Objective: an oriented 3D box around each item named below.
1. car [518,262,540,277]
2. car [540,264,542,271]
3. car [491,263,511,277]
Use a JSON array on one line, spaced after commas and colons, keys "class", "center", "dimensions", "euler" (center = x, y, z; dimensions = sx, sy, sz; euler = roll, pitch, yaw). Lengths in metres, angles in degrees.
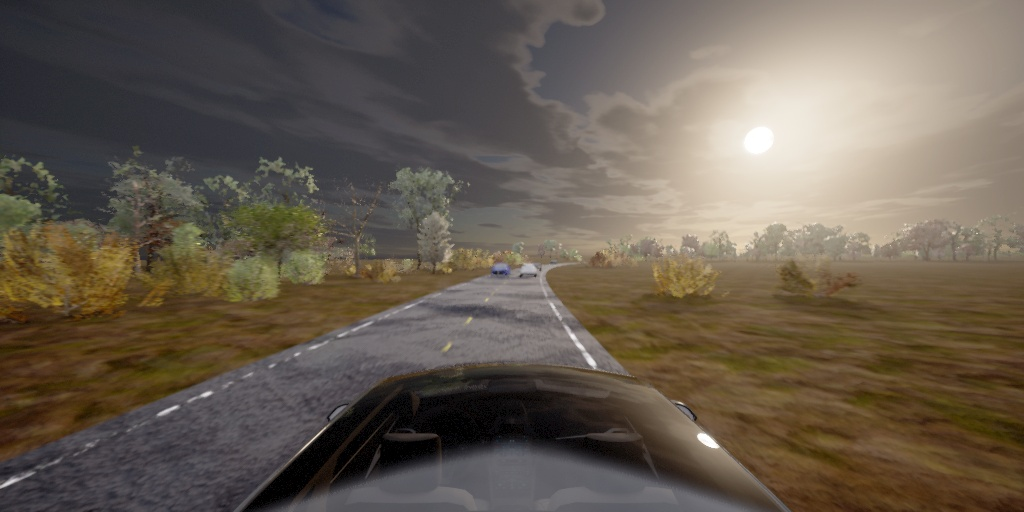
[{"class": "car", "center": [1.907, 1.581, 40.683], "dimensions": [1.812, 1.442, 4.674], "euler": [0, 0, 5]}, {"class": "car", "center": [3.973, 1.748, 59.190], "dimensions": [2.033, 1.411, 5.357], "euler": [0, 0, 8]}, {"class": "car", "center": [-1.238, 1.548, 41.297], "dimensions": [1.882, 1.535, 5.008], "euler": [0, 0, 6]}]
